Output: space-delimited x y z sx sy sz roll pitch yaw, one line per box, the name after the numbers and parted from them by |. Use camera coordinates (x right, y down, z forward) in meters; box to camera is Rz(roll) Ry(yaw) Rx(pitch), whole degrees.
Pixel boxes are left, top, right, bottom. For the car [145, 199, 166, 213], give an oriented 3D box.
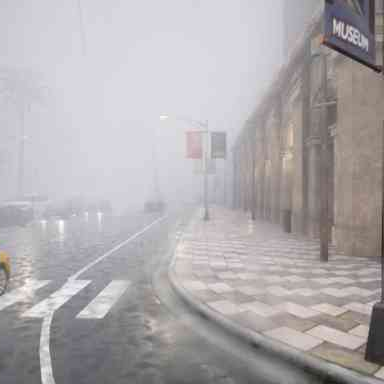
-3.991 1.502 37.166 1.882 1.535 5.008 0 0 2 | car

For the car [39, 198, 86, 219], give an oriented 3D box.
-11.380 1.523 29.498 1.812 1.442 4.674 0 0 2 | car

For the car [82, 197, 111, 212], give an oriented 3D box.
-10.988 1.522 39.379 1.812 1.442 4.674 0 0 2 | car

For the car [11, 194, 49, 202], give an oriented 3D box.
-14.855 1.218 30.367 2.150 2.045 5.566 0 0 2 | car

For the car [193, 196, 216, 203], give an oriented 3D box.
2.577 1.495 66.315 5.008 1.535 1.882 0 -3 -37 | car

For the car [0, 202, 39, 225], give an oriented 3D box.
-11.690 1.545 20.074 2.033 1.411 5.357 0 0 2 | car

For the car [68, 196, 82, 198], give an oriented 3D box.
-14.440 1.348 40.684 2.097 1.767 4.553 0 0 2 | car

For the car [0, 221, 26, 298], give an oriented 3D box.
-5.002 1.494 5.394 1.882 1.535 5.008 0 0 2 | car
